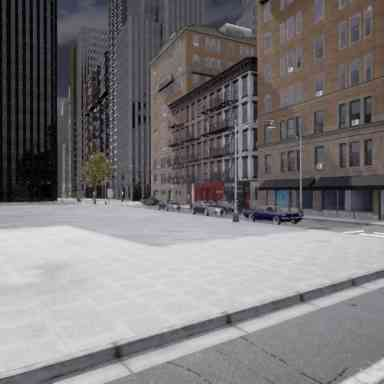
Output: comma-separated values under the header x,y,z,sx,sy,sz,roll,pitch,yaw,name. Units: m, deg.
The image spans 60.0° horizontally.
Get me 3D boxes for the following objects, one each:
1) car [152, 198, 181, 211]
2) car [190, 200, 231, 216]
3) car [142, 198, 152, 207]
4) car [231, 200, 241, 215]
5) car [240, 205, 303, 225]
x,y,z,sx,sy,sz,roll,pitch,yaw,name
-3.093,1.690,43.316,2.128,1.511,4.902,0,0,-26,car
1.458,1.631,34.073,2.128,1.511,4.902,0,0,-26,car
-7.272,1.786,57.832,1.837,1.490,4.892,0,0,-26,car
3.541,1.639,35.923,1.837,1.490,4.892,0,0,-26,car
5.975,1.687,24.932,1.895,1.301,4.718,0,0,-26,car
